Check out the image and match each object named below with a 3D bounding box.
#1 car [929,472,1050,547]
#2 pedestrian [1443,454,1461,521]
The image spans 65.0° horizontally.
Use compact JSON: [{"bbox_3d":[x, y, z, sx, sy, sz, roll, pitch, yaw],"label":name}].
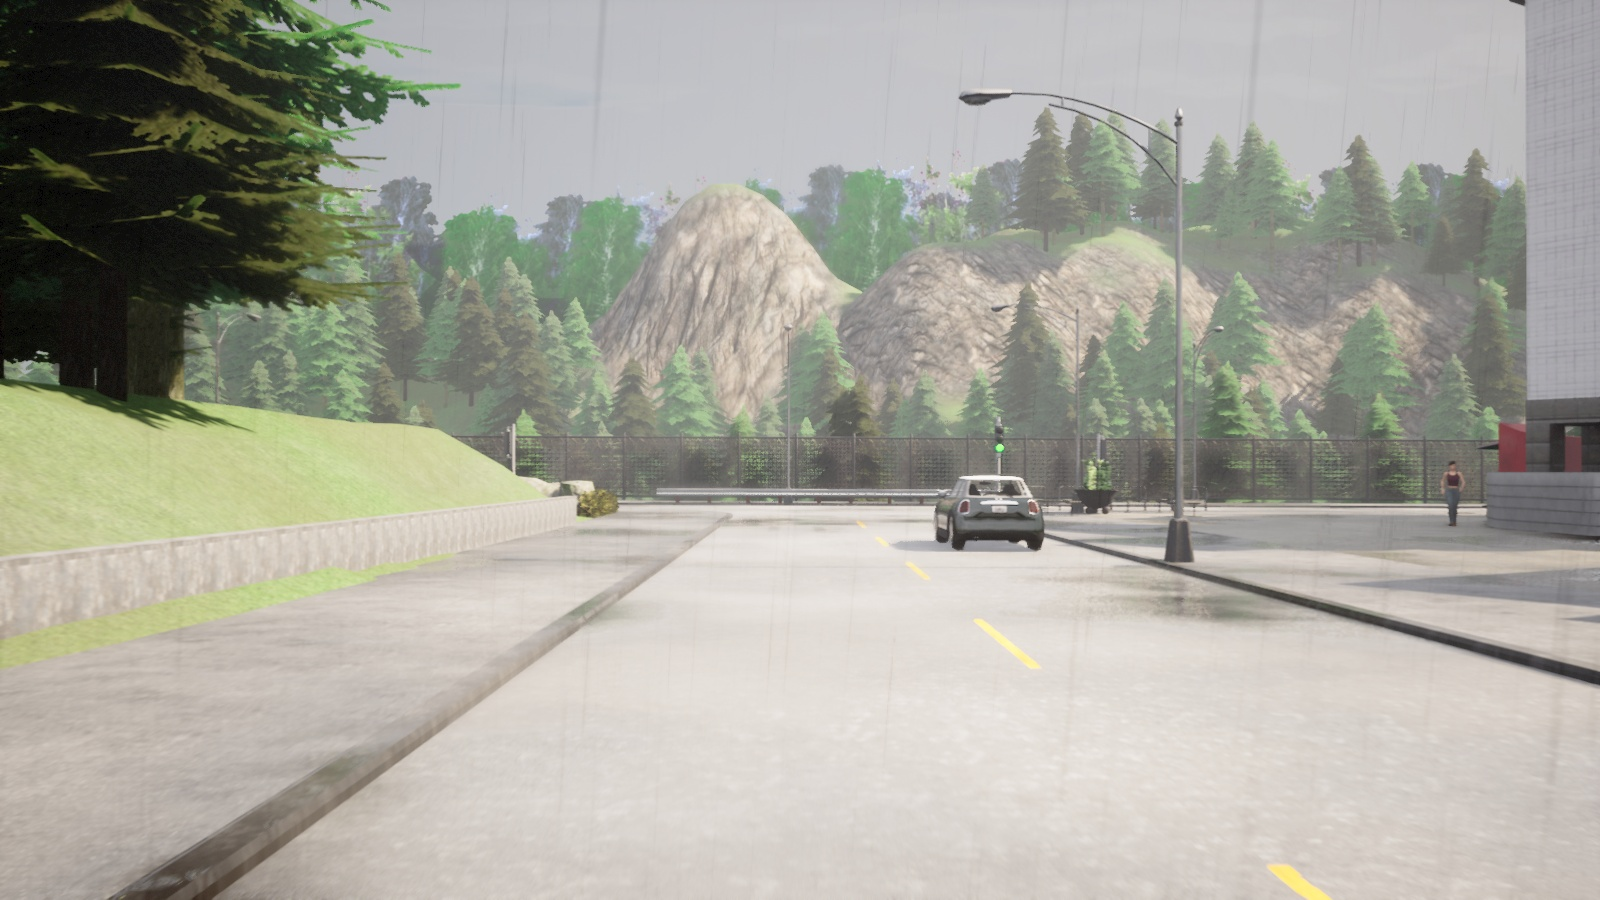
[{"bbox_3d":[3.939,1.212,26.720,1.970,1.475,3.806,0,-1,0],"label":"car"},{"bbox_3d":[17.926,1.031,34.522,0.345,1.836,0.594,-1,-1,22],"label":"pedestrian"}]
